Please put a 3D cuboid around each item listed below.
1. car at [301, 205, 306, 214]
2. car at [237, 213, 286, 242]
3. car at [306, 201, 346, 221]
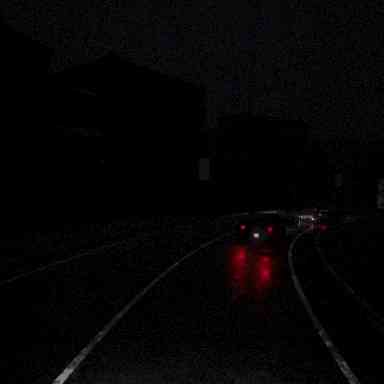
[{"bbox_3d":[14.639,1.813,38.533,5.008,1.535,1.882,2,2,-40],"label":"car"},{"bbox_3d":[3.796,1.732,17.388,1.895,1.301,4.718,2,0,22],"label":"car"},{"bbox_3d":[13.354,1.934,32.223,2.128,1.511,4.902,4,2,42],"label":"car"}]
